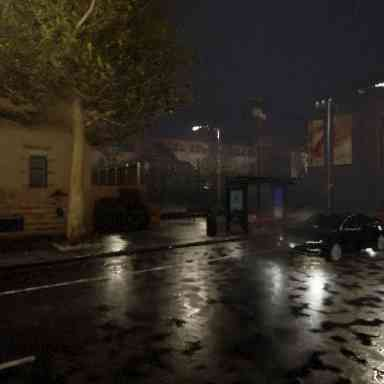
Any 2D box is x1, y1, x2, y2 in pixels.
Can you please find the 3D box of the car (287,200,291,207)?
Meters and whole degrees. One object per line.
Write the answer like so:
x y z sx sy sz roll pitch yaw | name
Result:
10.908 1.255 44.760 2.097 1.535 5.008 0 0 -35 | car

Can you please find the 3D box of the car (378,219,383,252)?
7.663 1.473 9.341 5.357 1.411 2.033 0 0 -35 | car

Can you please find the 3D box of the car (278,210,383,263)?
5.117 1.437 11.831 4.892 1.490 1.837 0 0 -35 | car
